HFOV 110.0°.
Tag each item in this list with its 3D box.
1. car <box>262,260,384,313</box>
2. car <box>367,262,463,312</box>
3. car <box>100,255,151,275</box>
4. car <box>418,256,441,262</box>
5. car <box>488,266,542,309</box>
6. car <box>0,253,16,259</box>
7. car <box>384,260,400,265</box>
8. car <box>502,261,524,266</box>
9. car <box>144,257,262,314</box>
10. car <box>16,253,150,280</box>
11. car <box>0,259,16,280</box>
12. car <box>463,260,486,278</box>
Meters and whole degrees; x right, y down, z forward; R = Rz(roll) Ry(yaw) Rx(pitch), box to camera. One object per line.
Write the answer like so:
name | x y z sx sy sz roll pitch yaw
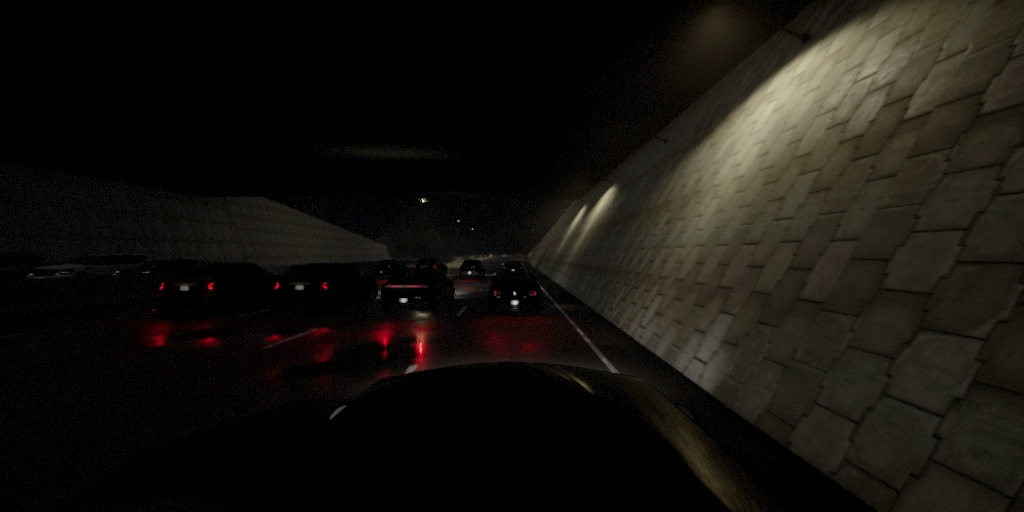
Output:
car | -6.899 1.023 13.774 2.097 1.767 4.553 0 0 0
car | -3.399 1.164 13.663 2.128 1.511 4.902 0 0 0
car | -21.100 0.972 21.679 2.097 1.767 4.553 0 0 0
car | -6.907 0.913 30.705 2.097 1.767 4.553 0 0 0
car | 0.100 1.269 14.301 1.895 1.301 4.718 0 0 0
car | -31.600 0.846 21.332 2.150 2.045 5.566 0 0 0
car | -10.407 1.051 30.967 2.128 1.511 4.902 0 0 0
car | 0.092 1.118 31.694 1.994 1.385 4.181 0 0 0
car | -10.400 1.025 13.510 2.097 1.767 4.553 0 0 0
car | -24.600 0.845 21.427 2.150 2.045 5.566 0 0 0
car | -28.100 1.101 20.992 1.882 1.535 5.008 0 0 0
car | -3.407 1.063 31.048 1.837 1.490 4.892 0 0 0
